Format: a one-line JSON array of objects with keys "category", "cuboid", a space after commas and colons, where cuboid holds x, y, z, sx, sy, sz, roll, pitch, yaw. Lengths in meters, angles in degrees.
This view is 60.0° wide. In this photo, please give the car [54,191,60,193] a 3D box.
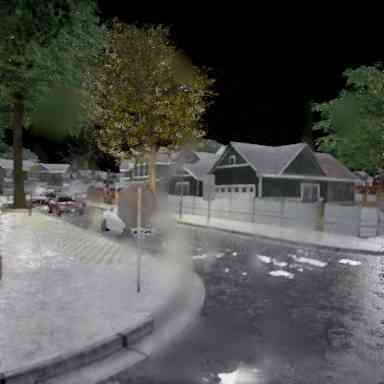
[{"category": "car", "cuboid": [-13.129, 0.909, 36.131, 2.033, 1.411, 5.357, 1, 1, -35]}]

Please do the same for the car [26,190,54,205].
[{"category": "car", "cuboid": [-17.017, 0.826, 36.657, 1.994, 1.385, 4.181, 1, 1, -34]}]

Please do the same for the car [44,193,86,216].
[{"category": "car", "cuboid": [-10.061, 1.062, 26.419, 1.812, 1.442, 4.674, 1, 1, -34]}]

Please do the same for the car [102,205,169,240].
[{"category": "car", "cuboid": [-2.877, 1.306, 15.897, 1.812, 1.442, 4.674, 1, 1, -34]}]

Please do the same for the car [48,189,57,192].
[{"category": "car", "cuboid": [-22.431, 0.351, 53.210, 1.837, 1.490, 4.892, 1, 1, -15]}]
